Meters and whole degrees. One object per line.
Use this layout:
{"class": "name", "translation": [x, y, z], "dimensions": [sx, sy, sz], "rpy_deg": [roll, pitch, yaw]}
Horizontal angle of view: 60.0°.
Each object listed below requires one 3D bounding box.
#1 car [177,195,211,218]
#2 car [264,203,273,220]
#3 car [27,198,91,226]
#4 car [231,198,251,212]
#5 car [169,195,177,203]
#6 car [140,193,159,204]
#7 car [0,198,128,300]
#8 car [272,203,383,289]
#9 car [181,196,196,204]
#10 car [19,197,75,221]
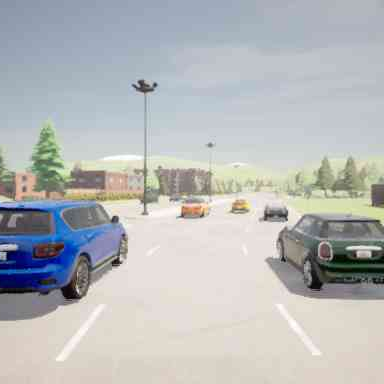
{"class": "car", "translation": [0.404, 1.341, 30.557], "dimensions": [2.097, 1.767, 4.553], "rpy_deg": [0, 0, 12]}
{"class": "car", "translation": [6.928, 1.581, 27.726], "dimensions": [1.895, 1.301, 4.718], "rpy_deg": [0, 0, 12]}
{"class": "car", "translation": [-9.512, 1.358, 24.227], "dimensions": [2.097, 1.767, 4.553], "rpy_deg": [0, 0, 14]}
{"class": "car", "translation": [5.629, 1.456, 38.104], "dimensions": [1.882, 1.535, 5.008], "rpy_deg": [0, 0, 12]}
{"class": "car", "translation": [-3.302, 1.326, 67.648], "dimensions": [1.837, 1.490, 4.892], "rpy_deg": [0, 0, 12]}
{"class": "car", "translation": [-7.987, 1.230, 62.780], "dimensions": [2.150, 2.045, 5.566], "rpy_deg": [0, 0, 13]}
{"class": "car", "translation": [-3.276, 1.224, 8.561], "dimensions": [2.150, 2.045, 5.566], "rpy_deg": [0, 0, 3]}
{"class": "car", "translation": [3.788, 1.343, 9.221], "dimensions": [2.097, 1.767, 4.553], "rpy_deg": [0, 0, 3]}
{"class": "car", "translation": [-0.587, 1.517, 63.797], "dimensions": [1.812, 1.442, 4.674], "rpy_deg": [0, 0, 13]}
{"class": "car", "translation": [-12.151, 1.361, 28.239], "dimensions": [2.097, 1.767, 4.553], "rpy_deg": [0, 0, 13]}
